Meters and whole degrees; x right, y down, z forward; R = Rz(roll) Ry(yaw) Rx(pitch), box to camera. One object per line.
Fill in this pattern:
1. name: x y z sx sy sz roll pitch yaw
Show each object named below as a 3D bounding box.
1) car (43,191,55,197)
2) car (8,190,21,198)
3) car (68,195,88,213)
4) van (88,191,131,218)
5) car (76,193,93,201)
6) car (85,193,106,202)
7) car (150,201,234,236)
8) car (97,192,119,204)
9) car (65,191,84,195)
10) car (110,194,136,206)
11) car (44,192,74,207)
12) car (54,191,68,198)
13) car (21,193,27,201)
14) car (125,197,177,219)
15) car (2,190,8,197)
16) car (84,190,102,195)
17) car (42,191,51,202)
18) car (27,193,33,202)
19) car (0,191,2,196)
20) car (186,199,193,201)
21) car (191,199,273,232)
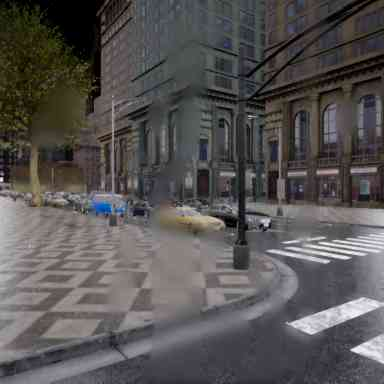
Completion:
1. car: -35.476 0.471 82.496 1.802 1.307 4.206 1 0 -35
2. car: -35.950 0.483 68.398 1.967 1.590 4.097 1 0 -35
3. car: -10.019 1.230 31.694 2.008 1.369 4.403 1 0 -35
4. van: -6.775 1.091 27.105 1.690 1.788 3.998 1 0 -35
5. car: -19.269 0.861 59.560 1.802 1.307 4.206 1 0 -35
6. car: -16.027 0.910 54.973 2.008 1.369 4.403 1 0 -35
7. car: -0.194 1.398 17.787 1.752 1.417 4.829 1 0 -35
8. car: -12.784 0.880 50.386 1.967 1.590 4.097 1 0 -35
9. car: -15.072 1.029 43.531 1.812 1.442 4.674 0 1 -34
10. car: -9.544 1.073 45.799 2.008 1.369 4.403 1 0 -35
11. car: -16.405 1.051 40.734 1.752 1.417 4.829 1 0 -35
12. car: -28.992 0.587 73.321 1.887 1.381 4.507 1 0 -35
13. car: -26.227 0.830 54.636 2.008 1.369 4.403 1 0 -35
14. car: -3.374 1.338 26.890 1.994 1.385 4.181 0 1 -35
15. car: -42.434 0.330 77.574 1.967 1.590 4.097 1 0 -35
16. car: -9.190 0.870 35.132 2.150 2.045 5.566 0 1 -35
17. car: -19.744 0.992 45.461 2.008 1.369 4.403 1 0 -35
18. car: -22.986 0.910 50.048 2.008 1.369 4.403 1 0 -35
19. car: -45.676 0.254 82.162 1.967 1.590 4.097 1 0 -35
20. car: 0.180 1.315 32.033 1.947 1.339 4.313 1 0 -35
21. car: 2.348 1.370 18.781 2.128 1.511 4.902 0 1 -35
